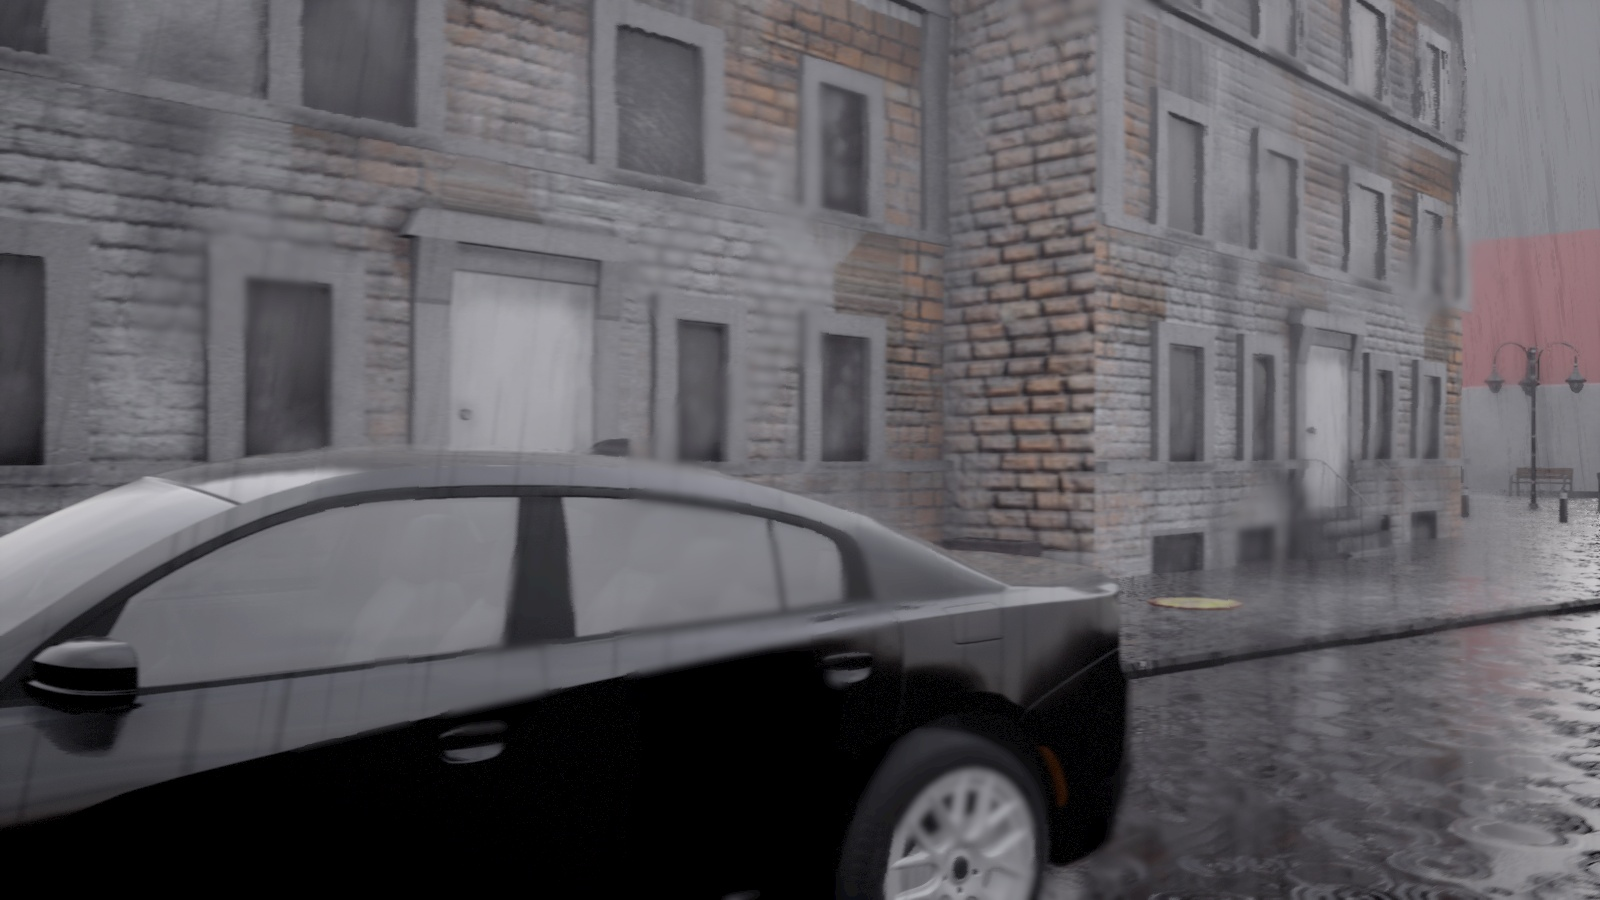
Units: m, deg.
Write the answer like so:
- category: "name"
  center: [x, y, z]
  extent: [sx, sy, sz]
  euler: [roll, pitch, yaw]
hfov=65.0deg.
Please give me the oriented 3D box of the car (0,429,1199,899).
- category: "car"
  center: [-1.322, 0.733, 3.348]
  extent: [5.008, 1.535, 1.882]
  euler: [0, 0, -35]
